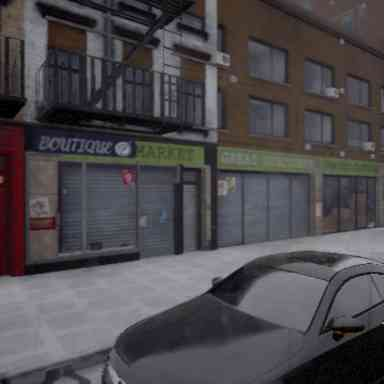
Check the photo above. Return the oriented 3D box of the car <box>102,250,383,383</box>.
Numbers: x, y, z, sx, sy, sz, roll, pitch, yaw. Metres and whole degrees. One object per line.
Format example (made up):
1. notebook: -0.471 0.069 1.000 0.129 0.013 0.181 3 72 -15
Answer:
1. car: 1.306 1.518 4.002 4.674 1.442 1.812 0 0 -35
